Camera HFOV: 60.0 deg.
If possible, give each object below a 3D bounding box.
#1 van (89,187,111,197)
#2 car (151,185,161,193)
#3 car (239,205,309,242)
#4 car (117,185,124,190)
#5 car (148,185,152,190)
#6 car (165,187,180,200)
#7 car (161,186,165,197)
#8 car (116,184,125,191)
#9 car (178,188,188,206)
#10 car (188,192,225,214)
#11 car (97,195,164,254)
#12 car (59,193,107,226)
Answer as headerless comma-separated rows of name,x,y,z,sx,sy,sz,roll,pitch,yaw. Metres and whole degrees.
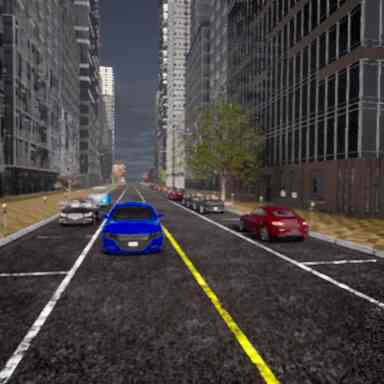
van,-8.024,0.421,29.212,1.690,1.788,3.998,0,2,-10
car,-6.977,-0.600,69.902,1.887,1.381,4.507,0,2,-10
car,3.300,1.206,13.942,1.802,1.307,4.206,0,2,-10
car,-18.305,-1.138,85.183,1.802,1.307,4.206,0,2,-10
car,-10.061,-1.128,86.690,1.947,1.339,4.313,0,2,-10
car,-1.838,0.192,41.918,1.967,1.590,4.097,0,2,-10
car,-2.866,0.014,47.514,1.967,1.590,4.097,0,2,-10
car,-17.276,-0.991,79.585,1.887,1.381,4.507,0,2,-10
car,0.217,0.657,30.729,2.008,1.369,4.403,0,2,-10
car,1.245,0.832,25.133,2.008,1.369,4.403,0,2,-10
car,-2.130,1.112,12.013,1.882,1.535,5.008,0,3,-10
car,-5.971,0.978,18.026,2.008,1.369,4.403,0,2,-10
